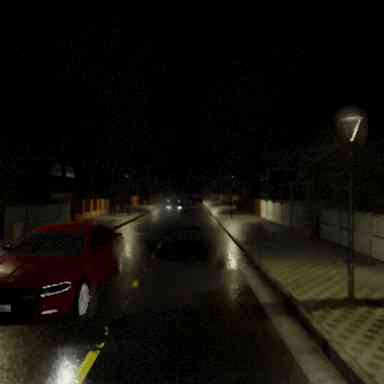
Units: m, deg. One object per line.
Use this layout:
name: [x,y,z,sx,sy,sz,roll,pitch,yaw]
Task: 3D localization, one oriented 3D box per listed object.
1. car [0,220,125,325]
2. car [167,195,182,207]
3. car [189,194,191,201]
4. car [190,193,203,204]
car: [-2.834,1.472,7.489,1.882,1.535,5.008,0,0,0]
car: [-2.708,1.304,51.378,2.097,1.767,4.553,0,0,1]
car: [0.178,1.308,81.427,1.882,1.535,5.008,0,0,0]
car: [1.101,1.409,63.375,1.882,1.535,5.008,0,0,0]
